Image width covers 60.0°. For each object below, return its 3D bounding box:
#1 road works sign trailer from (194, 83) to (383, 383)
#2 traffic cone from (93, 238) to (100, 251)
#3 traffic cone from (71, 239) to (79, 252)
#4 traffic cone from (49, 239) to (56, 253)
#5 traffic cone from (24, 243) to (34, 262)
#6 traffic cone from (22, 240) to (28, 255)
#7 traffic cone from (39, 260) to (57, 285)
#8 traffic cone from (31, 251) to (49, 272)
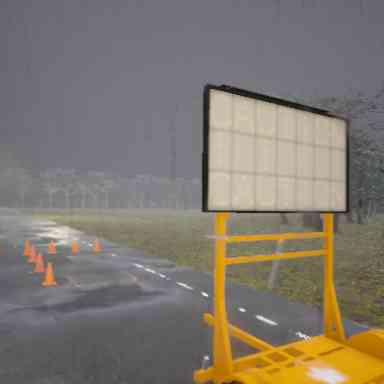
[{"bbox_3d":[0.989,0.658,4.155,2.380,3.560,2.880,2,-3,-32],"label":"road works sign trailer"},{"bbox_3d":[-4.571,2.496,15.950,0.340,0.580,0.340,2,-2,-32],"label":"traffic cone"},{"bbox_3d":[-5.422,2.461,15.427,0.340,0.580,0.340,2,-2,-32],"label":"traffic cone"},{"bbox_3d":[-6.273,2.425,14.903,0.340,0.580,0.340,2,-2,-32],"label":"traffic cone"},{"bbox_3d":[-6.075,2.347,12.677,0.340,0.580,0.340,2,-3,-32],"label":"traffic cone"},{"bbox_3d":[-7.124,2.390,14.379,0.340,0.580,0.340,2,-2,-32],"label":"traffic cone"},{"bbox_3d":[-3.976,2.258,9.273,0.340,0.580,0.340,2,-3,-32],"label":"traffic cone"},{"bbox_3d":[-5.025,2.302,10.975,0.340,0.580,0.340,2,-3,-32],"label":"traffic cone"}]
